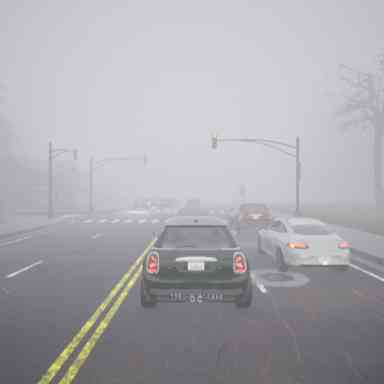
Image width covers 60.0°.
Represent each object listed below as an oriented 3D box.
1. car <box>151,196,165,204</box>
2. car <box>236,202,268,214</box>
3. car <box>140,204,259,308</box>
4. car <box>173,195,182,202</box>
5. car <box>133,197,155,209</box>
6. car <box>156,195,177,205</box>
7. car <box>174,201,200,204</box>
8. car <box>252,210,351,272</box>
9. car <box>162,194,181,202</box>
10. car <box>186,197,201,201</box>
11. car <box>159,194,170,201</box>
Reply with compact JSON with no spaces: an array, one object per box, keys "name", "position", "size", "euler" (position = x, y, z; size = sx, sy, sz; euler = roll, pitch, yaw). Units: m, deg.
[{"name":"car","position":[-6.472,1.495,63.748],"size":[2.033,1.411,5.357],"euler":[0,0,1]},{"name":"car","position":[3.331,1.344,19.434],"size":[2.097,1.767,4.553],"euler":[0,0,0]},{"name":"car","position":[0.085,1.348,8.086],"size":[2.097,1.767,4.553],"euler":[0,0,0]},{"name":"car","position":[-3.164,1.435,74.310],"size":[1.837,1.490,4.892],"euler":[0,0,0]},{"name":"car","position":[-6.556,1.465,43.979],"size":[2.128,1.511,4.902],"euler":[0,0,0]},{"name":"car","position":[-3.297,1.478,43.816],"size":[1.837,1.490,4.892],"euler":[0,0,0]},{"name":"car","position":[0.061,1.470,17.351],"size":[1.882,1.535,5.008],"euler":[0,0,0]},{"name":"car","position":[3.345,1.521,10.640],"size":[1.812,1.442,4.674],"euler":[0,0,0]},{"name":"car","position":[-3.282,1.453,53.119],"size":[2.128,1.511,4.902],"euler":[0,0,0]},{"name":"car","position":[0.170,1.463,45.806],"size":[2.128,1.511,4.902],"euler":[0,0,0]},{"name":"car","position":[-6.410,1.272,78.096],"size":[2.097,1.767,4.553],"euler":[0,0,0]}]
